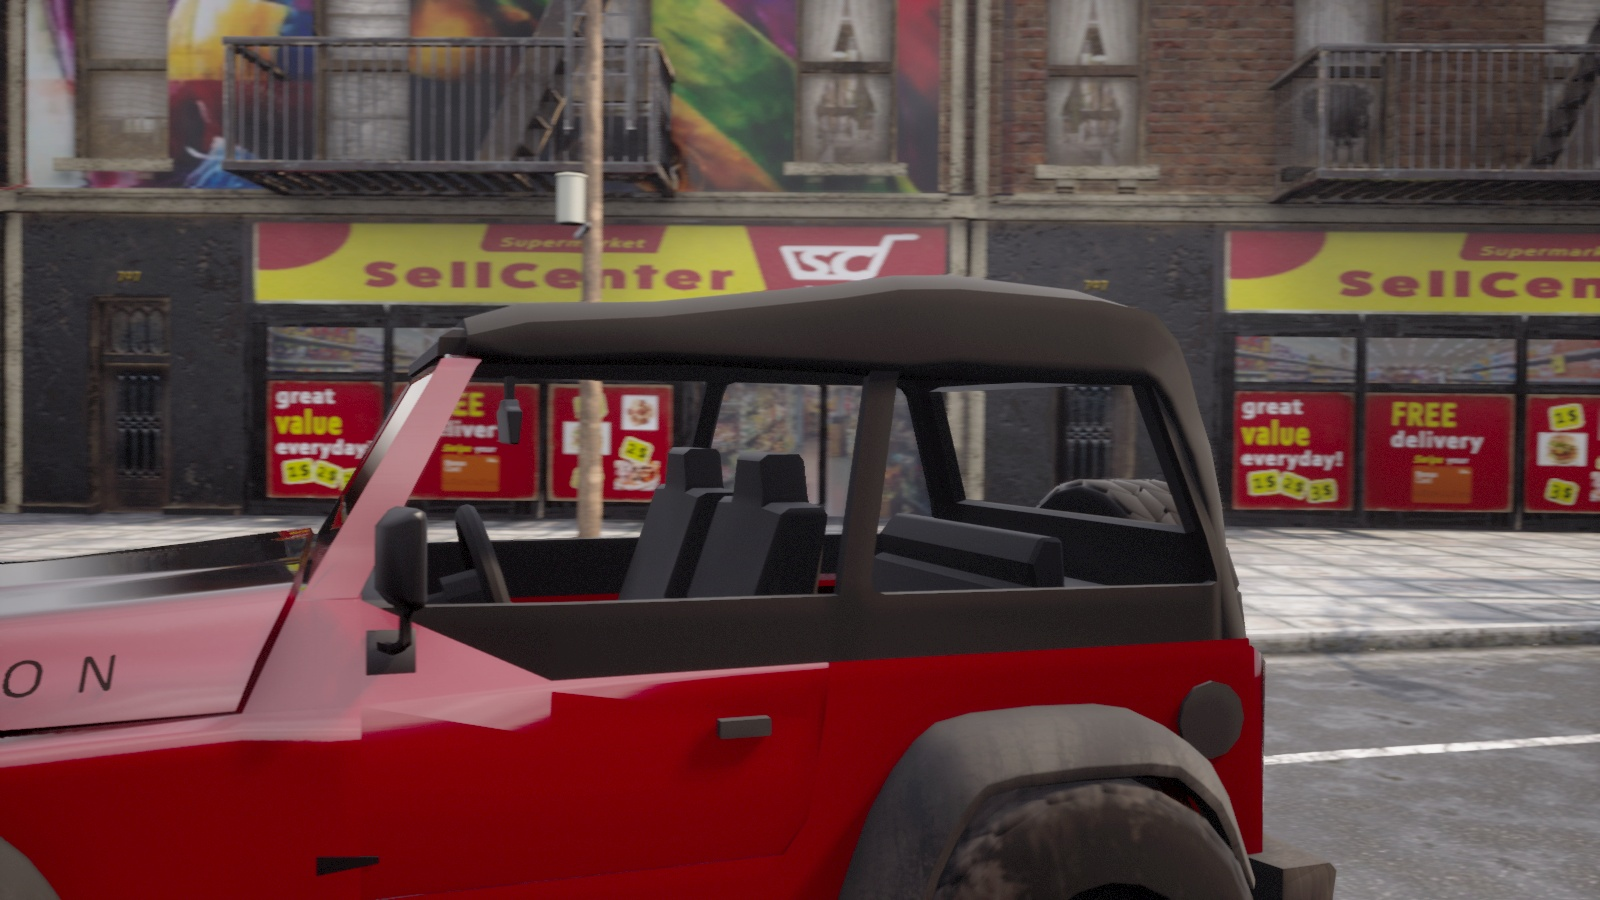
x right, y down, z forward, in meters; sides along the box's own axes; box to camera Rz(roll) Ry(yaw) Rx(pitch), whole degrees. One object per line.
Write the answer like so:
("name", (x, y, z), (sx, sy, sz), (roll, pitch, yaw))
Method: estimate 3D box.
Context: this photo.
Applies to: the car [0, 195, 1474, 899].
("car", (-0.651, 0.548, 3.014), (3.866, 1.878, 1.905), (-1, 1, -20))
